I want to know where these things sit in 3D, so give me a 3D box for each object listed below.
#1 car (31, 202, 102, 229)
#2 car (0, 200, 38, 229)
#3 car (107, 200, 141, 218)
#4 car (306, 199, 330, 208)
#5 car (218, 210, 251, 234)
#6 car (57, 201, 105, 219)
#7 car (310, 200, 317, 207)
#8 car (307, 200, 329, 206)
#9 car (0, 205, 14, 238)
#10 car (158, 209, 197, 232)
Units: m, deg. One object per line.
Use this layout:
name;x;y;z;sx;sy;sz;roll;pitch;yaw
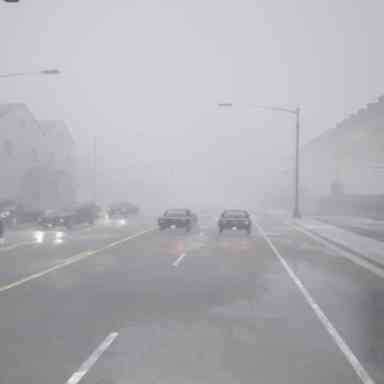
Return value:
car;-7.931;1.574;22.030;2.033;1.411;5.357;1;0;8
car;-11.519;1.322;21.581;2.097;1.767;4.553;1;0;8
car;-6.536;1.716;32.243;1.895;1.301;4.718;1;0;8
car;24.355;2.242;64.184;4.974;1.542;2.038;1;0;-39
car;2.696;1.780;20.926;1.895;1.301;4.718;1;0;8
car;-10.227;1.599;31.075;2.033;1.411;5.357;1;0;8
car;23.766;2.203;59.614;2.038;1.542;4.974;1;0;-29
car;24.398;2.085;64.218;4.536;1.218;1.853;1;0;-39
car;-9.218;1.421;12.288;1.882;1.535;5.008;1;0;8
car;-0.781;1.730;21.324;1.895;1.301;4.718;1;0;8
